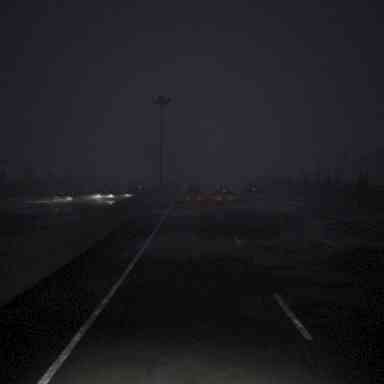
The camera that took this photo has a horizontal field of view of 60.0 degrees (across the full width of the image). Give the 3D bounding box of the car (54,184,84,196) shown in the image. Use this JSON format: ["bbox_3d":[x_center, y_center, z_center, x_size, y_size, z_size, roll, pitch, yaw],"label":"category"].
[{"bbox_3d":[-13.962,-0.285,38.006,1.895,1.301,4.718,0,4,0],"label":"car"}]

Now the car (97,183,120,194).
[{"bbox_3d":[-10.445,-0.520,41.766,1.895,1.301,4.718,0,4,0],"label":"car"}]

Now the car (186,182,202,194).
[{"bbox_3d":[0.242,-0.547,41.123,1.812,1.442,4.674,0,4,0],"label":"car"}]

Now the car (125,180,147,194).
[{"bbox_3d":[-6.944,-0.745,41.408,2.097,1.767,4.553,0,4,0],"label":"car"}]

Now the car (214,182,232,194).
[{"bbox_3d":[3.742,-0.542,41.096,1.812,1.442,4.674,0,4,0],"label":"car"}]

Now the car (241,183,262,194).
[{"bbox_3d":[7.241,-0.484,40.830,1.994,1.385,4.181,0,4,0],"label":"car"}]
